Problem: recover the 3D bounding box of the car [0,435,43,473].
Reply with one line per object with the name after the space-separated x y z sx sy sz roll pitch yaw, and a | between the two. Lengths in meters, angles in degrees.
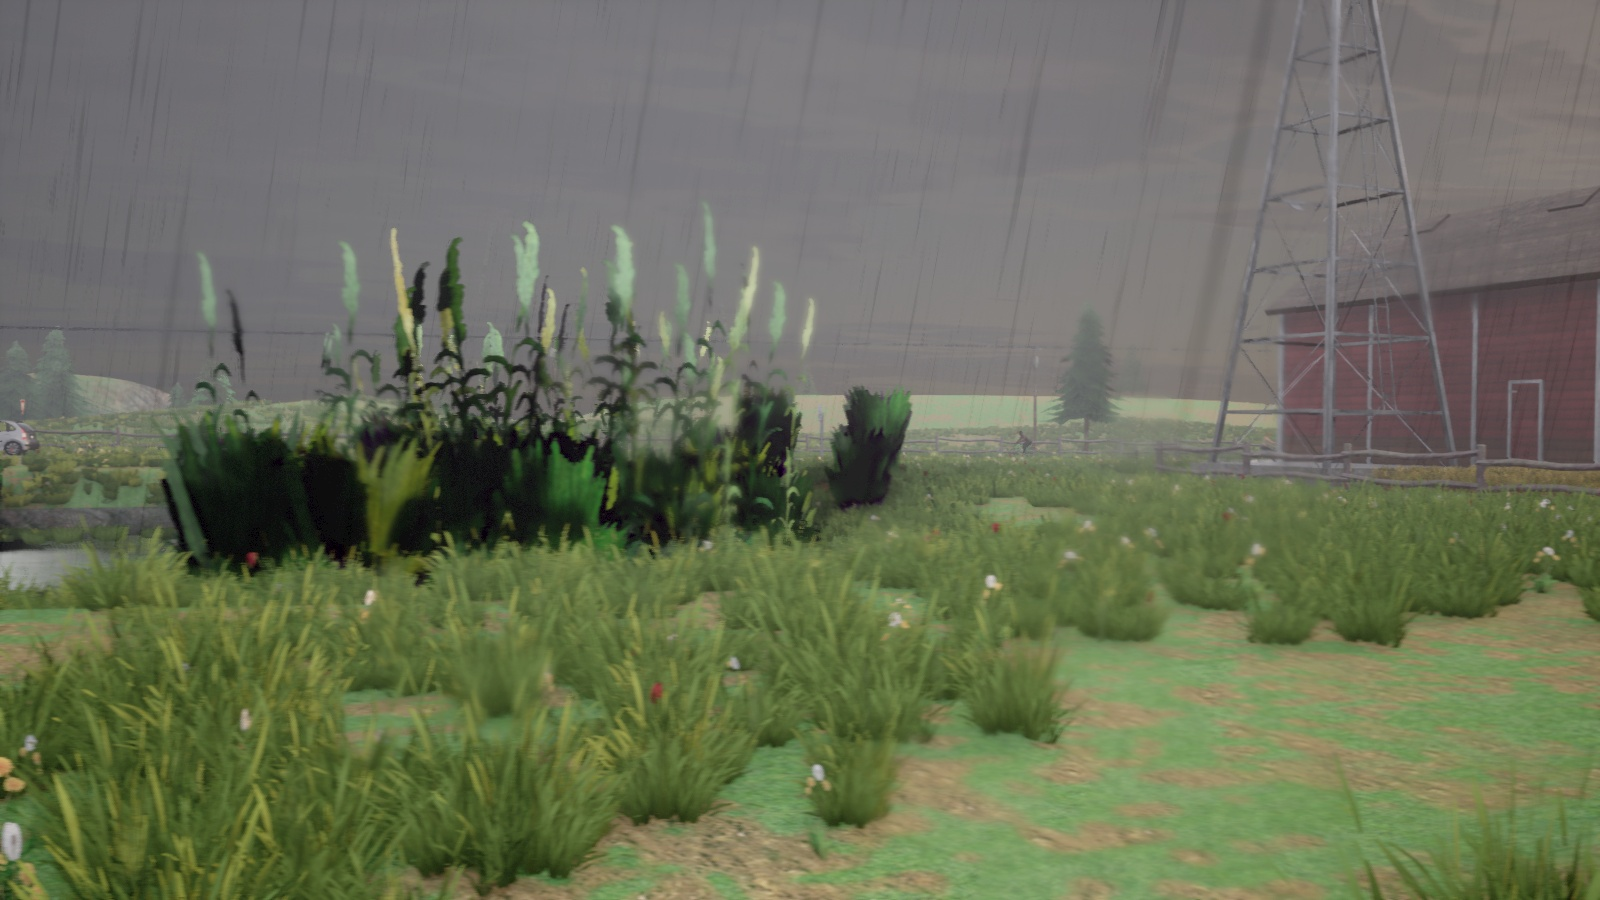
-35.946 0.183 55.403 3.988 1.617 1.851 -1 1 -15 | car
